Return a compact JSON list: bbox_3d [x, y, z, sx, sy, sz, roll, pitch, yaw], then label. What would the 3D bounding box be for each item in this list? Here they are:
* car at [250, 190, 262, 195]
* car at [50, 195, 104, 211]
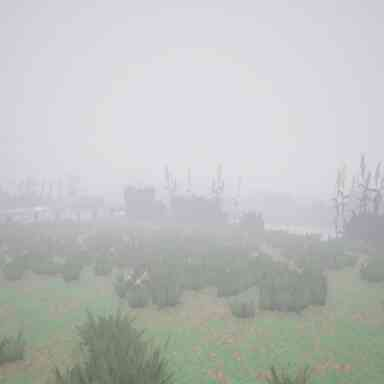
[{"bbox_3d":[10.346,0.764,47.434,2.150,2.045,5.566,0,-2,44],"label":"car"},{"bbox_3d":[-10.355,1.106,30.306,1.837,1.490,4.892,0,3,41],"label":"car"}]
